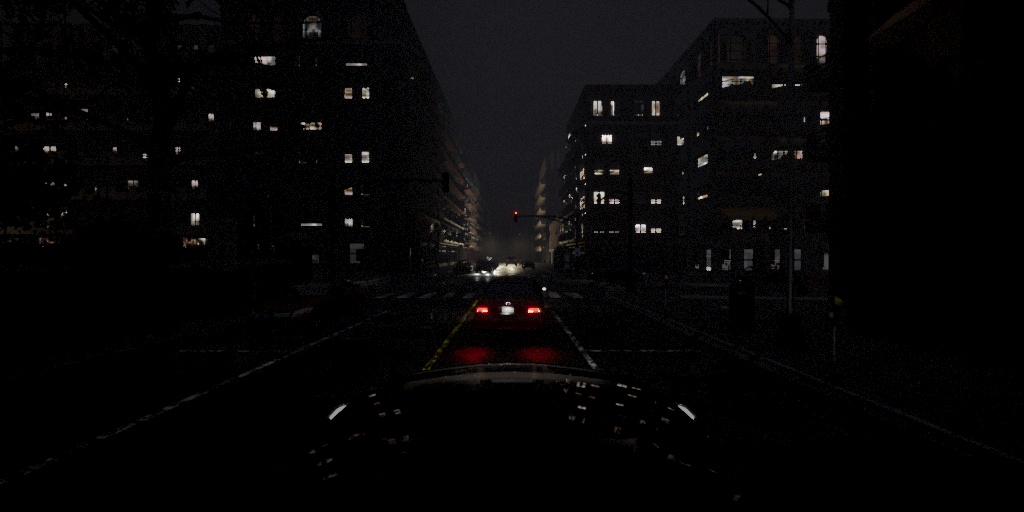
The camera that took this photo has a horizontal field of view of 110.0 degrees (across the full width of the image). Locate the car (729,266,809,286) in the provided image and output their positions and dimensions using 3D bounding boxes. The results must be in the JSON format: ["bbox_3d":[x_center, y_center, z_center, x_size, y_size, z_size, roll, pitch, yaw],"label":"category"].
[{"bbox_3d":[20.625,1.734,28.936,4.718,1.301,1.895,1,0,-1],"label":"car"}]

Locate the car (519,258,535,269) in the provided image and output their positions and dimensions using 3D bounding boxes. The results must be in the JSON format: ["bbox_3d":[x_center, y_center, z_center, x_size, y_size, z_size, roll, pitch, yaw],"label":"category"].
[{"bbox_3d":[2.525,1.299,54.284,2.007,1.370,4.403,0,0,0],"label":"car"}]

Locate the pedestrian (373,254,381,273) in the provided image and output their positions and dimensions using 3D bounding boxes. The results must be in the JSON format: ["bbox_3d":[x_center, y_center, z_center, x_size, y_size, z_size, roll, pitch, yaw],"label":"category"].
[{"bbox_3d":[-12.814,0.652,33.955,0.375,1.860,0.375,0,-1,-1],"label":"pedestrian"}]

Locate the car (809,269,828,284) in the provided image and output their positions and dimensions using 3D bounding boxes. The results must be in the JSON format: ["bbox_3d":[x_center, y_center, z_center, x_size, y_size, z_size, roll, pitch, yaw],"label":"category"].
[{"bbox_3d":[26.960,1.813,31.595,4.207,1.307,1.802,0,0,-1],"label":"car"}]

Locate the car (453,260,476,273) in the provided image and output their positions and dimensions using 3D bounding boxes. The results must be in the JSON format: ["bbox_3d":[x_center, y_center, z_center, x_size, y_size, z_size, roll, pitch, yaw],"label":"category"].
[{"bbox_3d":[-5.819,1.188,42.985,1.967,1.591,4.097,0,0,0],"label":"car"}]

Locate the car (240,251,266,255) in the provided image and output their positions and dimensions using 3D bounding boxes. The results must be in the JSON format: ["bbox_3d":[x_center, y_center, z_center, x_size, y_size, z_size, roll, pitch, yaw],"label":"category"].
[{"bbox_3d":[-17.611,0.694,25.146,5.566,2.045,2.150,1,0,-1],"label":"car"}]

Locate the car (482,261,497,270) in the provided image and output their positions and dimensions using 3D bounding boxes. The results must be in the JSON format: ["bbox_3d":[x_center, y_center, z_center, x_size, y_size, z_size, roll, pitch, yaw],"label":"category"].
[{"bbox_3d":[-3.242,1.349,53.213,1.895,1.301,4.718,0,0,0],"label":"car"}]

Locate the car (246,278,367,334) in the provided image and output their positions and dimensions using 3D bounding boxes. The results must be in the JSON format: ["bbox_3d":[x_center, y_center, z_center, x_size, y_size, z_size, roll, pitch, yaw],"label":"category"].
[{"bbox_3d":[-5.715,1.331,10.574,1.802,1.307,4.207,0,0,0],"label":"car"}]

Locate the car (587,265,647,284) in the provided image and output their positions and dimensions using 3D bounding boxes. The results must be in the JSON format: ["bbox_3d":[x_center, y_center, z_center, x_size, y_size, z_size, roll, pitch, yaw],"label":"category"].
[{"bbox_3d":[8.452,1.427,29.065,4.674,1.442,1.812,2,0,5],"label":"car"}]

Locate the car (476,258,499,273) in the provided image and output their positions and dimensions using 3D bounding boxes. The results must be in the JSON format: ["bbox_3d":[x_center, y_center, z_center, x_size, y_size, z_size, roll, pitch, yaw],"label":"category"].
[{"bbox_3d":[-3.200,1.296,43.263,2.033,1.411,5.357,0,0,4],"label":"car"}]

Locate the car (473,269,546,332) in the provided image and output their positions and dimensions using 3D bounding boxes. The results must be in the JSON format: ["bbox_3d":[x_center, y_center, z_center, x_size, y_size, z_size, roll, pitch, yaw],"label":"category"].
[{"bbox_3d":[0.050,1.297,10.789,2.033,1.411,5.357,0,0,3],"label":"car"}]
